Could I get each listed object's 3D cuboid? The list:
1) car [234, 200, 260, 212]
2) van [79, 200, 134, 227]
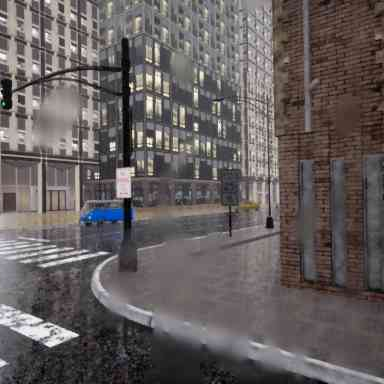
[{"bbox_3d":[6.885,1.689,41.355,1.752,1.417,4.829,-2,-1,36],"label":"car"},{"bbox_3d":[-5.953,1.460,23.448,1.690,1.788,3.998,-2,-1,36],"label":"van"}]
